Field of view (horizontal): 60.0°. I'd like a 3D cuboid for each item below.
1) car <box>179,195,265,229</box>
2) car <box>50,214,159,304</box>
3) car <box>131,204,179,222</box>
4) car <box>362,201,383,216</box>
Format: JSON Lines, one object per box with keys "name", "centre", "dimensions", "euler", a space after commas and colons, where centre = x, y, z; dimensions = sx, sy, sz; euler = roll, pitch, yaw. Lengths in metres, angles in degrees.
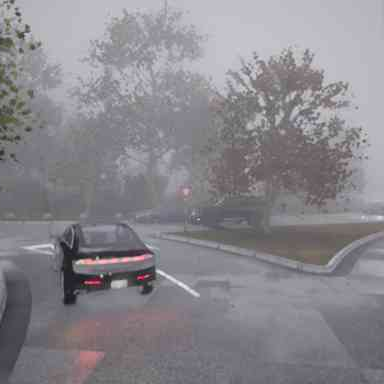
{"name": "car", "centre": [2.281, 1.239, 21.923], "dimensions": [5.566, 2.045, 2.150], "euler": [1, 0, -26]}
{"name": "car", "centre": [-2.367, 1.478, 8.310], "dimensions": [2.128, 1.511, 4.902], "euler": [0, 0, -25]}
{"name": "car", "centre": [-1.641, 1.537, 23.439], "dimensions": [5.357, 1.411, 2.033], "euler": [0, 0, -27]}
{"name": "car", "centre": [20.790, 1.825, 37.670], "dimensions": [1.837, 1.490, 4.892], "euler": [1, 0, 44]}
